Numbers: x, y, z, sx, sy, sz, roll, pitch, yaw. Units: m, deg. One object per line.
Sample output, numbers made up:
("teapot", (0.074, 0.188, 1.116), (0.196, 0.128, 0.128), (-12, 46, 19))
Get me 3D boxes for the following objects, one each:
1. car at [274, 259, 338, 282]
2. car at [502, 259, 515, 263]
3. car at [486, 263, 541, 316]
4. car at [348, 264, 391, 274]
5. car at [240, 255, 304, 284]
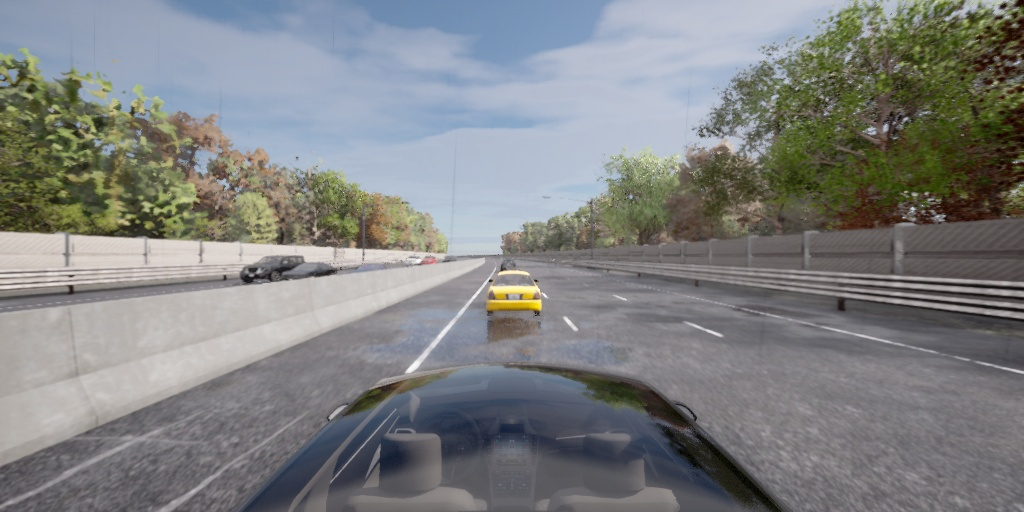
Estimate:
("car", (-14.280, 1.221, 25.587), (1.882, 1.535, 5.008), (0, 0, -1))
("car", (-0.476, 1.169, 45.602), (2.033, 1.649, 4.856), (0, 0, -1))
("car", (0.047, 1.203, 13.331), (1.801, 1.575, 5.366), (0, 0, 0))
("car", (-10.808, 1.290, 27.620), (2.033, 1.411, 5.357), (0, 0, -1))
("car", (-17.802, 0.964, 27.217), (2.150, 2.045, 5.566), (0, 0, -1))
